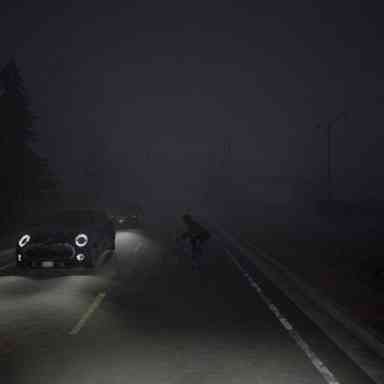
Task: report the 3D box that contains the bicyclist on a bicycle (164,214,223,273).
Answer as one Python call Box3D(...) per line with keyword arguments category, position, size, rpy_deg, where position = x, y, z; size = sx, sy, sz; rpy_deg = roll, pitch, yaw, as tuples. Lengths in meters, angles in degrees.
Box3D(category="bicyclist on a bicycle", position=(0.028, 1.443, 9.193), size=(1.656, 1.620, 0.582), rpy_deg=(-1, 0, -2))

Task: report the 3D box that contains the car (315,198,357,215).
Box3D(category="car", position=(13.089, 1.336, 31.131), size=(2.007, 1.523, 4.514), rpy_deg=(0, 0, -2))

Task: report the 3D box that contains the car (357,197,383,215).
Box3D(category="car", position=(16.223, 1.327, 31.272), size=(2.152, 1.636, 5.027), rpy_deg=(0, 0, -2))

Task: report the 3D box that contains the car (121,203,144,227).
Box3D(category="car", position=(-4.389, 1.490, 22.650), size=(2.128, 1.511, 4.902), rpy_deg=(0, 0, -2))

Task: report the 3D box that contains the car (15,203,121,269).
Box3D(category="car", position=(-3.962, 1.350, 11.182), size=(2.097, 1.767, 4.553), rpy_deg=(0, 0, -2))
